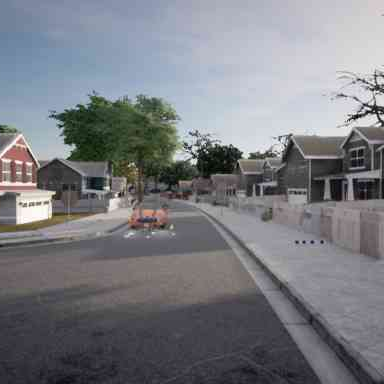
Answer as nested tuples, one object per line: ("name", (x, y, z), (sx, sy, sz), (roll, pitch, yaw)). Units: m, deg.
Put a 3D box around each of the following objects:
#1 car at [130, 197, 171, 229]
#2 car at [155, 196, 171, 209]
("car", (-2.701, 1.361, 21.701), (2.097, 1.767, 4.553), (0, 0, -1))
("car", (-4.041, 1.422, 46.033), (2.097, 1.767, 4.553), (0, 0, -5))
